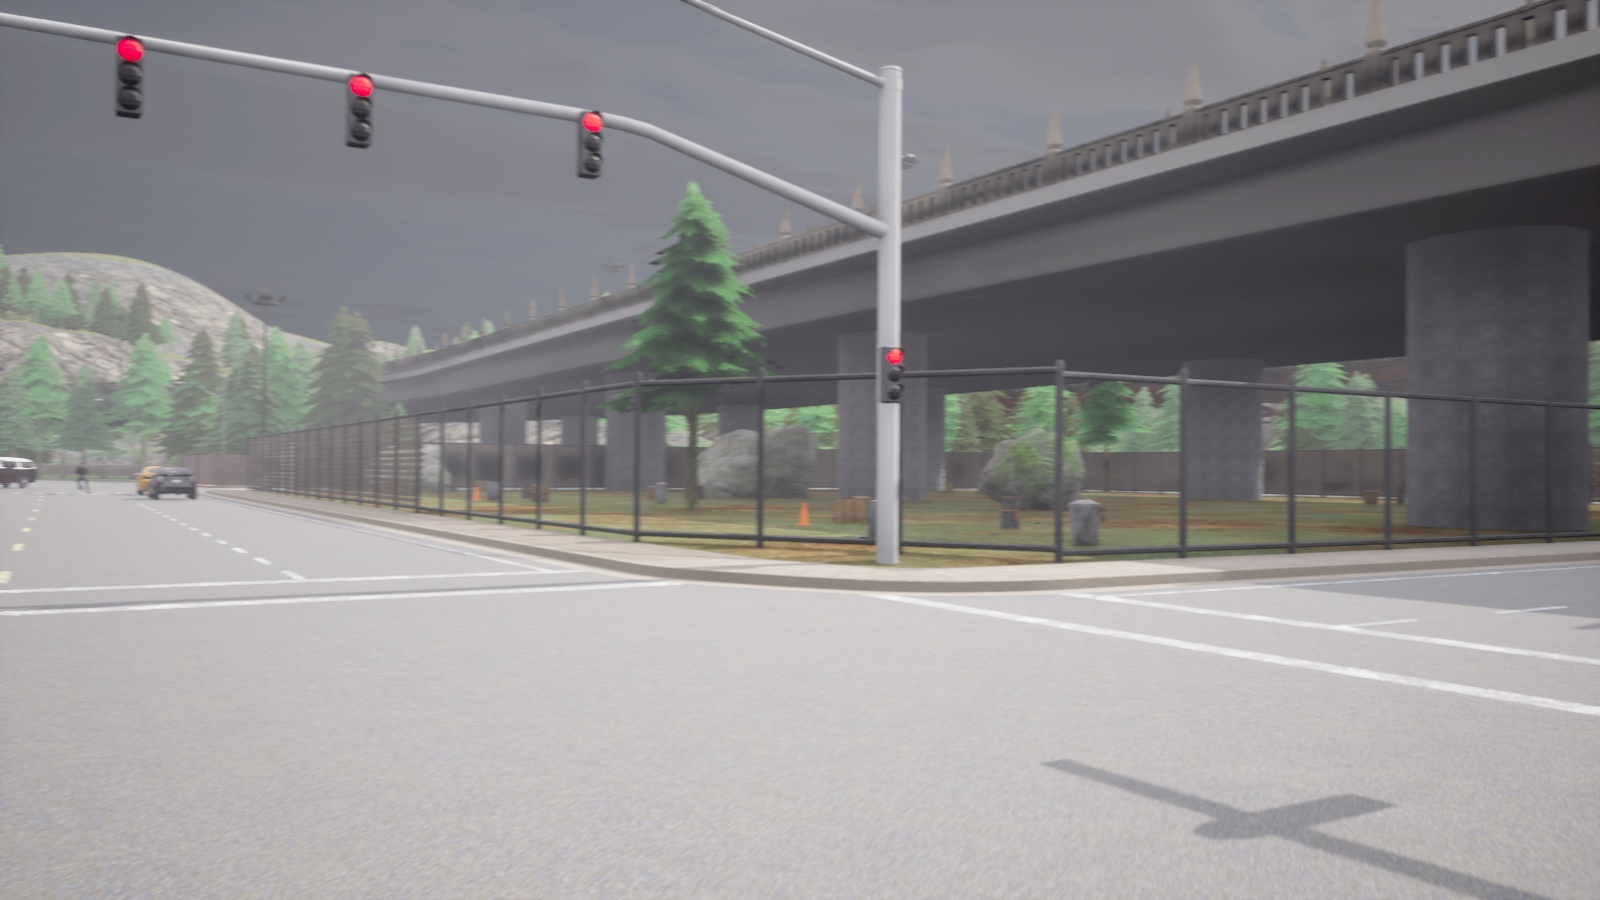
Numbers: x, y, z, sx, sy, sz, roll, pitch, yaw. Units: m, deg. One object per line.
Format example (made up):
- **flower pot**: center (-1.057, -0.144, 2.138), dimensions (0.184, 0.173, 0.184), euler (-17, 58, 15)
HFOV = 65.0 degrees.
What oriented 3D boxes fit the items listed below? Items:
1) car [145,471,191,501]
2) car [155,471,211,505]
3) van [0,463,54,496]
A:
- **car**: center (-33.879, 1.897, 67.262), dimensions (1.882, 1.535, 5.008), euler (1, -1, -30)
- **car**: center (-28.846, 1.722, 58.652), dimensions (2.007, 1.525, 4.514), euler (1, -1, -30)
- **van**: center (-51.074, 1.885, 81.250), dimensions (2.069, 2.038, 4.480), euler (0, -1, 18)
